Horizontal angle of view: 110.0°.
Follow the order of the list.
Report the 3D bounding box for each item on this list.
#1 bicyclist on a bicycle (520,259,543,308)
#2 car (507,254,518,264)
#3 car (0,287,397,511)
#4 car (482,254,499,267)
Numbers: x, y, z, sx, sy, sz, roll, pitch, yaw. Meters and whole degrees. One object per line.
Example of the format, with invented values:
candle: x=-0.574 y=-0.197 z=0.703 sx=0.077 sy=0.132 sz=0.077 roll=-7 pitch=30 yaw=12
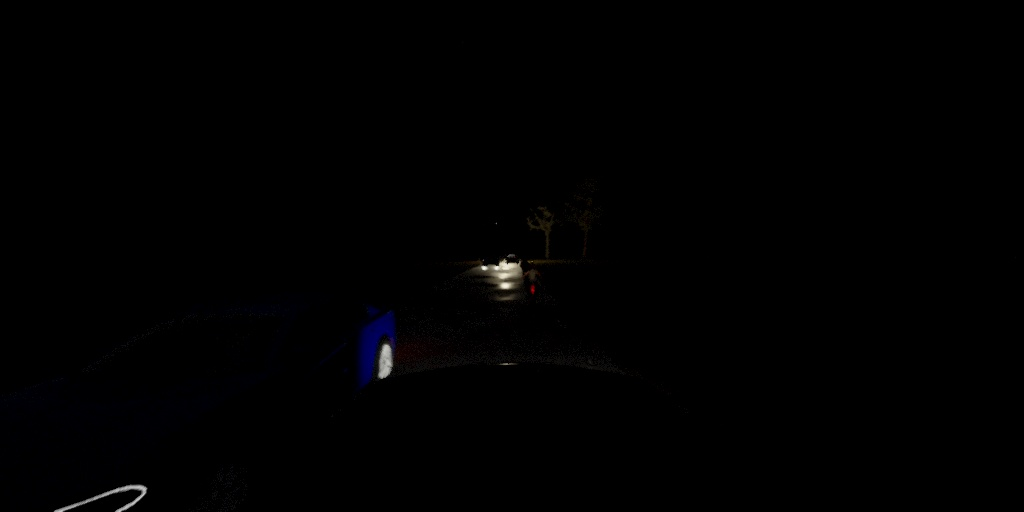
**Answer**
bicyclist on a bicycle: x=0.735 y=1.039 z=13.119 sx=0.866 sy=1.612 sz=1.509 roll=0 pitch=1 yaw=0
car: x=0.087 y=0.600 z=58.436 sx=1.895 sy=1.301 sz=4.718 roll=0 pitch=1 yaw=0
car: x=-2.848 y=1.199 z=3.972 sx=1.882 sy=1.535 sz=5.008 roll=0 pitch=1 yaw=0
car: x=-2.802 y=0.491 z=48.240 sx=2.097 sy=1.767 sz=4.553 roll=0 pitch=1 yaw=0
